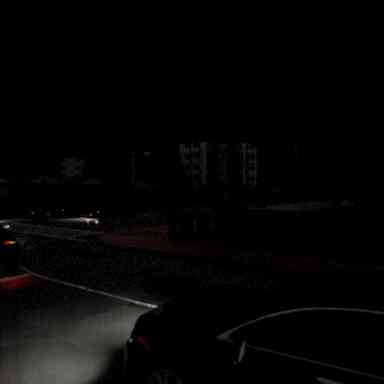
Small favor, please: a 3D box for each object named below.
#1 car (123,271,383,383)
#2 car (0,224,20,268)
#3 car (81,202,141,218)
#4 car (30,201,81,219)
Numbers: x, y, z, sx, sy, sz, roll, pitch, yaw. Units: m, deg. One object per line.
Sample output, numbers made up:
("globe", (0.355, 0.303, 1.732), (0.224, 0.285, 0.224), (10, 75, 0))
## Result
("car", (1.499, 1.508, 2.924), (4.892, 1.490, 1.837), (0, 0, 36))
("car", (-6.893, 1.592, 10.767), (1.994, 1.385, 4.181), (0, 0, -35))
("car", (-7.150, 1.593, 30.923), (2.033, 1.411, 5.357), (0, 0, 38))
("car", (-12.086, 1.543, 30.266), (2.128, 1.511, 4.902), (0, 0, 38))
